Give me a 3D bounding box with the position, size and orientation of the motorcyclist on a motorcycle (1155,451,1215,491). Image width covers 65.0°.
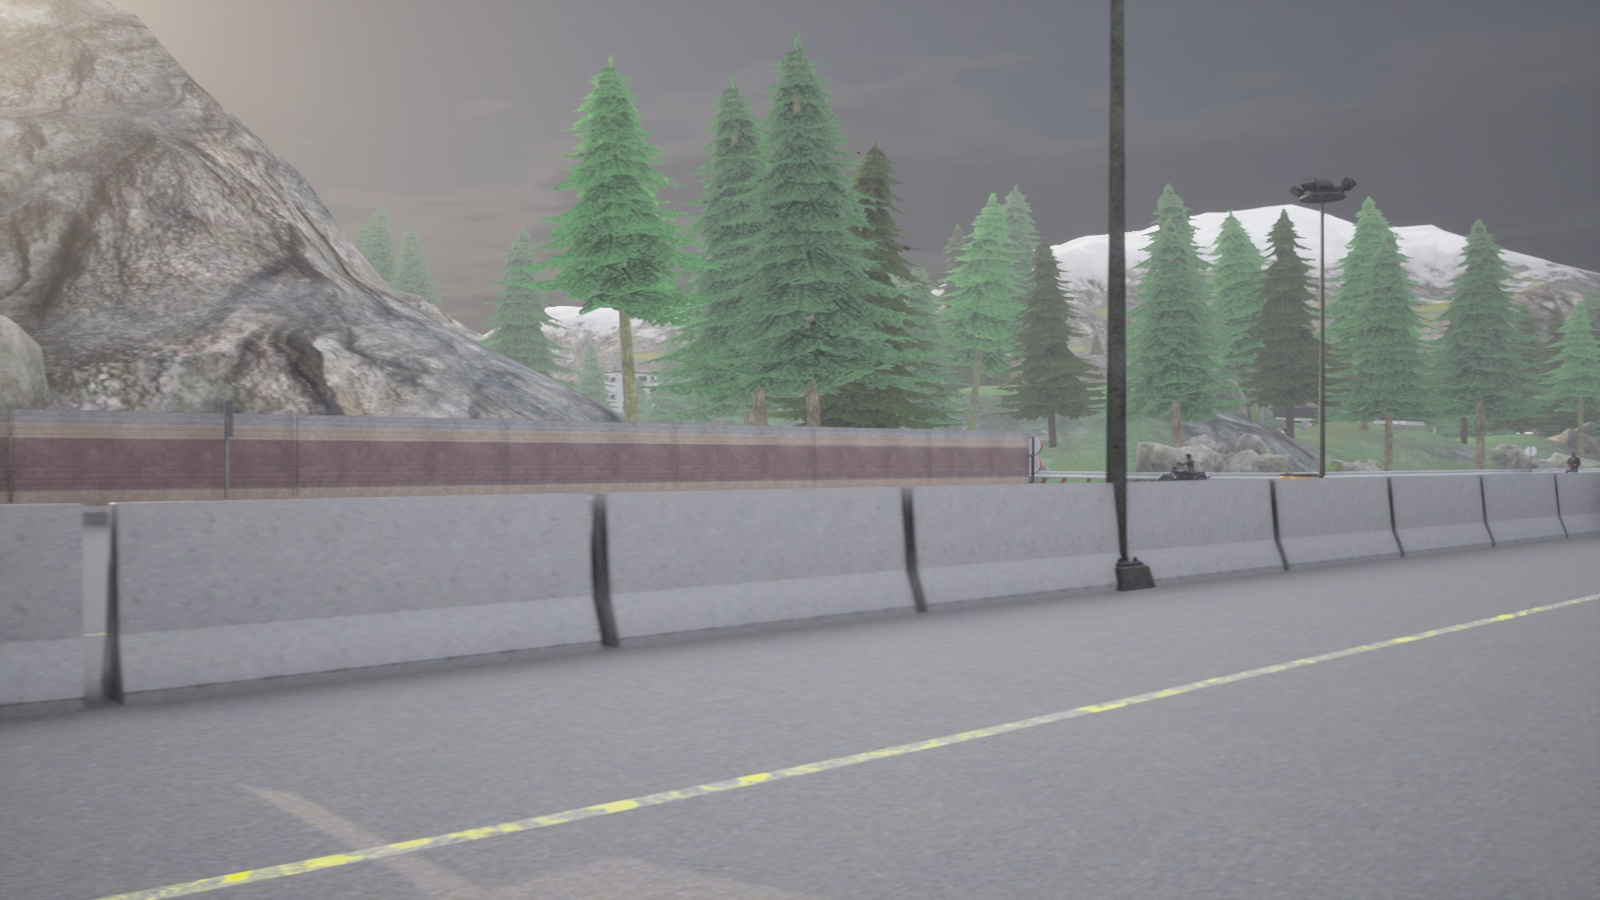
[{"bbox_3d":[16.346,0.887,53.376,0.766,1.649,2.350,0,-1,-43],"label":"motorcyclist on a motorcycle"}]
